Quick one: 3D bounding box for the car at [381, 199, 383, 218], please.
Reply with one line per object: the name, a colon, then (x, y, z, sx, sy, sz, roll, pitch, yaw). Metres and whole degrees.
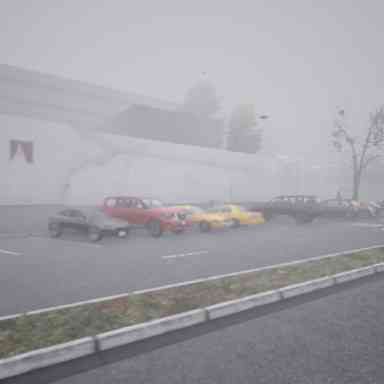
car: (16.831, 1.621, 32.208, 4.892, 1.521, 2.231, -1, -1, 35)

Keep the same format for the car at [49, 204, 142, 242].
car: (-5.141, 1.526, 16.525, 4.792, 1.488, 2.163, -1, -1, 35)

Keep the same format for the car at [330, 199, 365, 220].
car: (11.969, 1.449, 28.702, 4.553, 1.767, 2.185, -1, -1, 35)

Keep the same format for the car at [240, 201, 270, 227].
car: (2.012, 1.516, 21.862, 5.366, 1.575, 1.946, -1, -1, 35)

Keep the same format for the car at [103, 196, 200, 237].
car: (-2.697, 1.251, 18.272, 5.566, 2.045, 2.435, -1, -1, 35)

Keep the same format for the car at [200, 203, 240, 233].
car: (-0.122, 1.502, 19.917, 5.366, 1.575, 1.946, -1, -1, 35)

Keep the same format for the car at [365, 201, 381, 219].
car: (14.365, 1.471, 30.484, 4.553, 1.767, 2.185, -1, -1, 35)

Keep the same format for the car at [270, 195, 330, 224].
car: (7.027, 1.289, 25.253, 5.566, 2.045, 2.435, -1, -1, 35)

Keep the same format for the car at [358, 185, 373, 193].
car: (44.538, -0.480, 84.385, 2.231, 1.521, 4.892, 7, 3, 35)
